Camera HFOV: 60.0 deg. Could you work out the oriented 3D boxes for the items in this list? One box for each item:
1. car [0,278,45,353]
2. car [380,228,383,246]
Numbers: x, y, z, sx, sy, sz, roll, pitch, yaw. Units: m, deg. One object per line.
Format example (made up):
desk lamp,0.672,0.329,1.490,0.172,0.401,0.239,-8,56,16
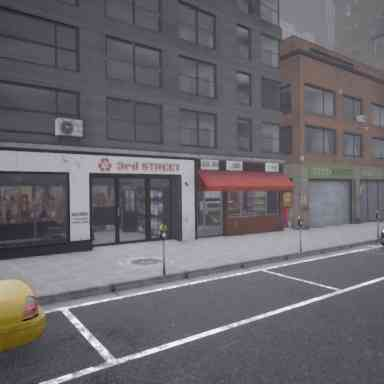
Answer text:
car,-4.275,1.526,3.614,4.829,1.417,1.752,0,-1,-36
car,9.306,1.439,13.307,4.097,1.590,1.967,0,-1,-36
